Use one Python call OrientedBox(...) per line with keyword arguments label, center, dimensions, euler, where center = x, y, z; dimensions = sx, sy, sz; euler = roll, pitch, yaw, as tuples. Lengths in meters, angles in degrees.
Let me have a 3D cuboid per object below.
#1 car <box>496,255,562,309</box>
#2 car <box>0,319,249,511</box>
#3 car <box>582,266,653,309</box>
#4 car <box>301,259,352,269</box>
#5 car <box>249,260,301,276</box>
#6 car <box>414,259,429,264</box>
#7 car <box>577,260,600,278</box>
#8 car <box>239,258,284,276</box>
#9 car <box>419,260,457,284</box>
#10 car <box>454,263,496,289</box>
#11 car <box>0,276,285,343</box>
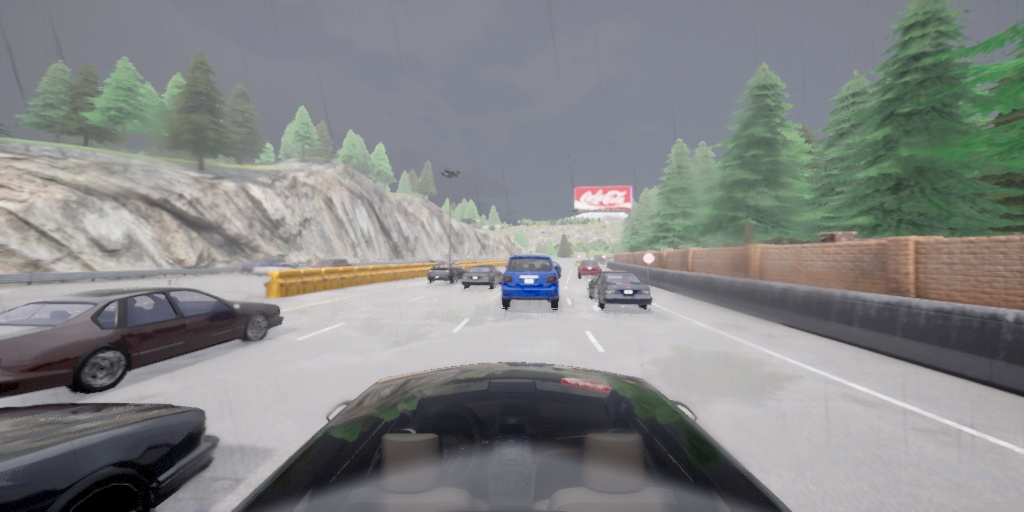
OrientedBox(label="car", center=(0.849, 0.974, 15.156), dimensions=(2.150, 2.045, 5.566), euler=(0, 0, 5))
OrientedBox(label="car", center=(-3.359, 1.288, 0.472), dimensions=(2.033, 1.411, 5.357), euler=(0, 0, 0))
OrientedBox(label="car", center=(4.336, 1.310, 15.080), dimensions=(2.033, 1.411, 5.357), euler=(0, 0, 6))
OrientedBox(label="car", center=(-17.685, 1.053, 34.899), dimensions=(2.097, 1.767, 4.553), euler=(0, 0, 10))
OrientedBox(label="car", center=(-21.478, 1.292, 33.509), dimensions=(1.895, 1.301, 4.718), euler=(0, 0, 10))
OrientedBox(label="car", center=(-11.696, 1.196, 48.215), dimensions=(1.882, 1.535, 5.008), euler=(0, 0, 11))
OrientedBox(label="car", center=(7.265, 1.123, 34.006), dimensions=(2.097, 1.767, 4.553), euler=(0, 0, 10))
OrientedBox(label="car", center=(-24.615, 1.034, 35.887), dimensions=(2.097, 1.767, 4.553), euler=(0, 0, 10))
OrientedBox(label="car", center=(-4.658, 1.229, 26.539), dimensions=(2.128, 1.511, 4.902), euler=(0, 0, 9))
OrientedBox(label="car", center=(-1.734, 1.293, 22.944), dimensions=(2.033, 1.411, 5.357), euler=(0, 0, 9))
OrientedBox(label="car", center=(-6.760, 1.279, 6.582), dimensions=(2.033, 1.411, 5.357), euler=(0, 0, 2))
